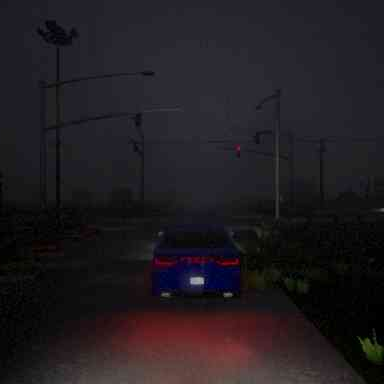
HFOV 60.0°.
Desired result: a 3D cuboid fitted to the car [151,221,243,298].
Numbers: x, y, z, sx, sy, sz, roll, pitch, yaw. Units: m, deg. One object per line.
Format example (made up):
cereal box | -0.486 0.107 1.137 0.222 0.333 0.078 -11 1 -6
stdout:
car | 0.103 1.481 8.577 1.882 1.535 5.008 0 0 0
